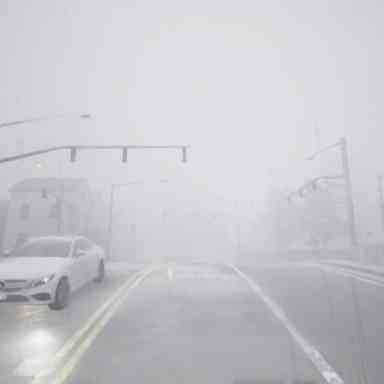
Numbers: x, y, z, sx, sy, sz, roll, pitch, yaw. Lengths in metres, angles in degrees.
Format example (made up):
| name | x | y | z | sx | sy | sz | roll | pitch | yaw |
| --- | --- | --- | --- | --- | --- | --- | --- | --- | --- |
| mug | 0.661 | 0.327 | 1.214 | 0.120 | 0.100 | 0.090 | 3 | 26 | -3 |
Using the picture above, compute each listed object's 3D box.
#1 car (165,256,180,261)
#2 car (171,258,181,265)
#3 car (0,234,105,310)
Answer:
| name | x | y | z | sx | sy | sz | roll | pitch | yaw |
| --- | --- | --- | --- | --- | --- | --- | --- | --- | --- |
| car | -3.556 | 11.731 | 57.430 | 1.882 | 1.535 | 5.008 | 0 | -12 | 0 |
| car | -3.514 | 15.184 | 72.661 | 1.994 | 1.385 | 4.181 | 0 | -13 | 0 |
| car | -3.565 | 1.845 | 8.542 | 1.812 | 1.442 | 4.674 | 0 | -4 | 1 |
